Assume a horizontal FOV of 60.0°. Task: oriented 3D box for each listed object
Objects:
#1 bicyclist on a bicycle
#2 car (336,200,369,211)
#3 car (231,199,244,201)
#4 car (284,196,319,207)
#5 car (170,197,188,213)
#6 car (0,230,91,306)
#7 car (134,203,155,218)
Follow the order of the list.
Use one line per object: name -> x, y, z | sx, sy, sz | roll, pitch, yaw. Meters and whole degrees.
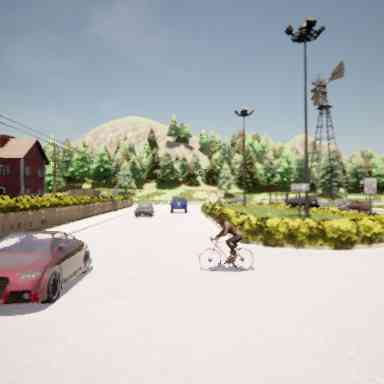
bicyclist on a bicycle -> 1.014, 1.531, 9.792 | 1.656, 1.620, 0.582 | 0, -1, -2
car -> 20.414, 1.727, 42.355 | 3.905, 1.438, 1.784 | 0, -1, -3
car -> 6.614, 1.875, 51.215 | 5.008, 1.535, 1.882 | 0, -1, 11
car -> 14.411, 1.494, 44.164 | 2.150, 2.045, 5.566 | 0, 0, -18
car -> -1.689, 1.617, 43.258 | 2.150, 2.045, 5.566 | 0, -1, -2
car -> -3.919, 1.669, 8.204 | 1.994, 1.385, 4.181 | 0, 0, -2
car -> -4.979, 1.902, 35.502 | 2.033, 1.411, 5.357 | 0, -1, -2
